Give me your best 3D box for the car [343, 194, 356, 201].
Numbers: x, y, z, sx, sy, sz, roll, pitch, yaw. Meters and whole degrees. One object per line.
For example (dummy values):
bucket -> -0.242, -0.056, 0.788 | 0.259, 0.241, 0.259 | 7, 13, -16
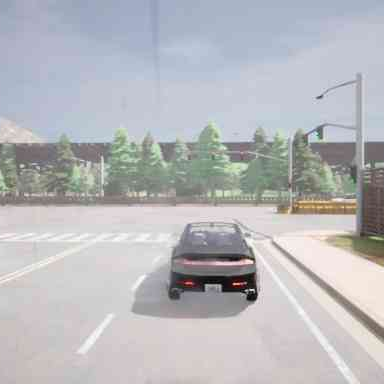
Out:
car -> 19.800, 1.220, 41.304 | 5.566, 2.045, 2.150 | 0, 0, 2

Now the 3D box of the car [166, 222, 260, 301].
car -> 0.503, 1.491, 8.331 | 2.128, 1.511, 4.902 | 0, 0, 3

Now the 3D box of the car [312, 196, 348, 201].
car -> 14.520, 1.489, 37.917 | 4.902, 1.511, 2.128 | 0, 0, 1
